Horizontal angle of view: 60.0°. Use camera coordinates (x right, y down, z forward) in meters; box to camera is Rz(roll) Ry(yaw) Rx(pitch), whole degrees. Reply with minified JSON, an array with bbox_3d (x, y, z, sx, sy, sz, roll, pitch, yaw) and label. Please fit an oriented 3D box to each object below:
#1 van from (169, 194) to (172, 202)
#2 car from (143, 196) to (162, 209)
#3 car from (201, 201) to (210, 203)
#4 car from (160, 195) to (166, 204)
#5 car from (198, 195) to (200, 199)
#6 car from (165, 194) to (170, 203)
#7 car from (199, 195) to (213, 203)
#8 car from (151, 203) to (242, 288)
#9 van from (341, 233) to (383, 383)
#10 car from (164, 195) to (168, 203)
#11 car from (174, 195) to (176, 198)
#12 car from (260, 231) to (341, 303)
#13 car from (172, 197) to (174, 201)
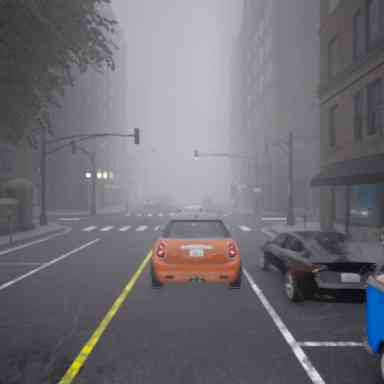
[{"bbox_3d":[-5.664,1.420,67.864,1.690,1.788,3.998,0,0,0],"label":"van"},{"bbox_3d":[-5.665,1.571,45.891,1.752,1.417,4.829,0,0,0],"label":"car"},{"bbox_3d":[0.100,1.549,21.021,1.812,1.442,4.674,0,0,0],"label":"car"},{"bbox_3d":[-5.665,1.604,51.511,2.008,1.369,4.403,0,0,0],"label":"car"},{"bbox_3d":[2.862,1.639,73.346,2.008,1.369,4.403,0,0,0],"label":"car"},{"bbox_3d":[-5.664,1.614,62.413,1.887,1.381,4.507,0,0,0],"label":"car"},{"bbox_3d":[2.860,1.509,62.449,1.967,1.590,4.097,0,0,0],"label":"car"},{"bbox_3d":[0.101,1.364,9.446,2.097,1.767,4.553,0,0,0],"label":"car"},{"bbox_3d":[2.856,1.345,2.412,1.690,1.788,3.998,0,0,0],"label":"van"},{"bbox_3d":[-5.664,1.605,56.963,1.887,1.381,4.507,0,0,0],"label":"car"},{"bbox_3d":[-5.663,1.415,78.766,2.192,1.841,5.009,0,0,0],"label":"car"},{"bbox_3d":[2.857,1.576,8.072,1.947,1.339,4.313,0,0,0],"label":"car"},{"bbox_3d":[-5.663,1.640,73.315,2.008,1.369,4.403,0,0,0],"label":"car"}]
